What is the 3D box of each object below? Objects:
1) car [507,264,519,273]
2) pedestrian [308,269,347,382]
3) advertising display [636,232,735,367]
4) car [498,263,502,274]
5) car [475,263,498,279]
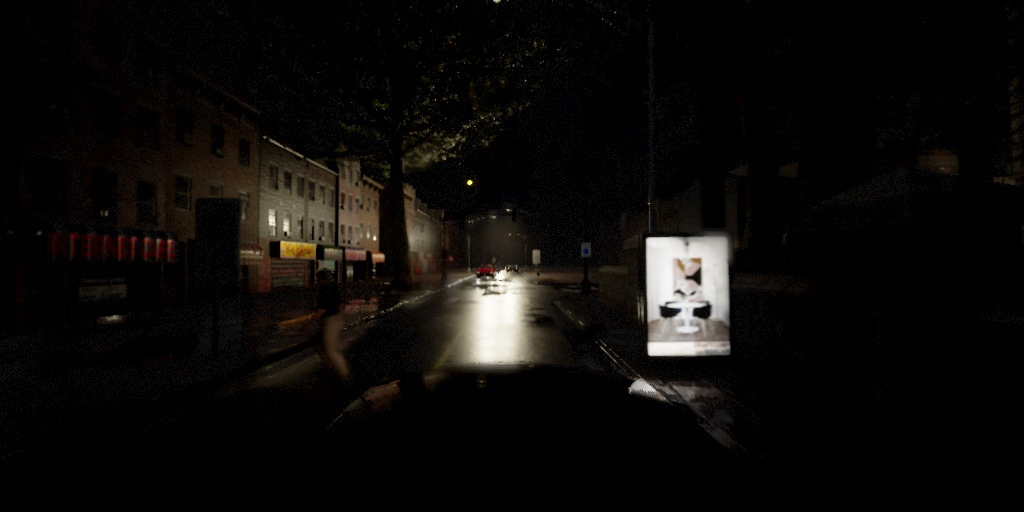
[{"bbox_3d":[0.102,2.028,58.352,1.895,1.301,4.718,0,-1,0],"label":"car"},{"bbox_3d":[-2.969,1.087,5.792,0.375,1.860,0.375,1,-1,-10],"label":"pedestrian"},{"bbox_3d":[3.010,0.825,6.182,1.540,2.440,0.280,0,0,0],"label":"advertising display"},{"bbox_3d":[-2.830,1.875,54.277,1.837,1.490,4.892,0,-1,0],"label":"car"},{"bbox_3d":[-2.846,1.708,39.393,1.812,1.442,4.674,0,-1,0],"label":"car"}]
